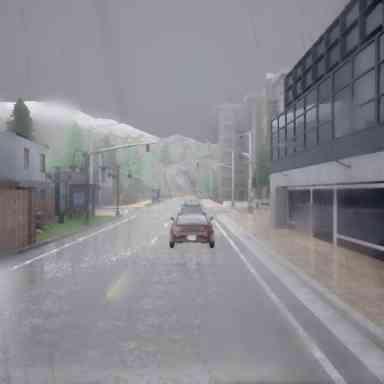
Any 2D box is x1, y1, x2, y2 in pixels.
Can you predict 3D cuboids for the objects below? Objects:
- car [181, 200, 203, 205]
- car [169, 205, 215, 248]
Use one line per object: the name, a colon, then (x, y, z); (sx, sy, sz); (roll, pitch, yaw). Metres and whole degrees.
car: (0.000, 1.493, 29.650); (2.128, 1.511, 4.902); (0, 0, 0)
car: (0.000, 1.531, 14.650); (1.812, 1.442, 4.674); (0, 0, 0)
